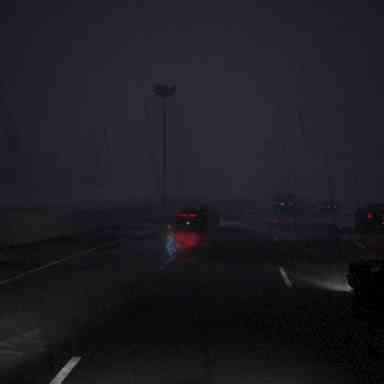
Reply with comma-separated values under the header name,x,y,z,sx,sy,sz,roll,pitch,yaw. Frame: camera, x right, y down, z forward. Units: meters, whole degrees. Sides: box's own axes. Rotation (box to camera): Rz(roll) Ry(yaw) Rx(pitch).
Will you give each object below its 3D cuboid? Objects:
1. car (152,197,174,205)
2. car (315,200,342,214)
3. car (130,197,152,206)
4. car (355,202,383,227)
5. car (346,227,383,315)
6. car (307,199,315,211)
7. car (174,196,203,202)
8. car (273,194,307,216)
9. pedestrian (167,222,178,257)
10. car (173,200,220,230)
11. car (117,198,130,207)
name,x,y,z,sx,sy,sz,roll,pitch,yaw
car,-3.101,1.528,46.703,1.837,1.490,4.892,0,0,29
car,14.981,1.547,35.769,2.033,1.411,5.357,0,0,29
car,-6.232,1.483,48.275,1.882,1.535,5.008,0,0,29
car,10.886,1.352,19.376,2.097,1.767,4.553,0,0,20
car,3.978,1.548,4.616,2.033,1.411,5.357,0,0,6
car,14.131,1.564,41.491,1.994,1.385,4.181,0,0,28
car,-0.049,1.350,44.991,2.097,1.767,4.553,0,0,29
car,9.665,1.222,33.239,2.150,2.045,5.566,0,0,28
pedestrian,-0.658,1.574,11.492,0.375,1.300,0.375,0,0,11
car,0.495,1.506,21.415,1.837,1.490,4.892,0,0,18
car,-9.211,1.571,50.118,1.812,1.442,4.674,0,0,29
